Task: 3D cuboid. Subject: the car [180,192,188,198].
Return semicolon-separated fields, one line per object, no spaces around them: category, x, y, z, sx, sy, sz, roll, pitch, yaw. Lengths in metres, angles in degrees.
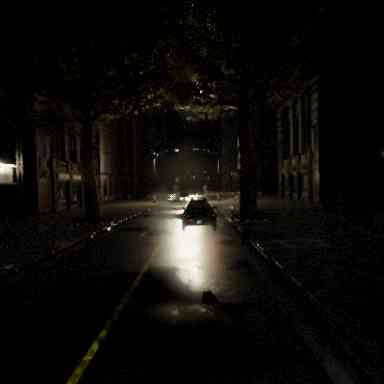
car;-1.748;0.652;77.235;1.994;1.385;4.181;-1;1;1

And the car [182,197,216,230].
car;0.393;1.274;18.875;1.812;1.442;4.674;-1;1;1

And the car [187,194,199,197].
car;0.678;1.132;35.991;1.895;1.301;4.718;-1;1;1
